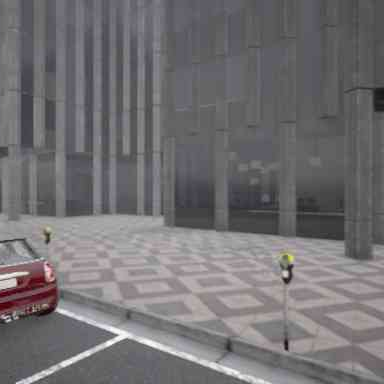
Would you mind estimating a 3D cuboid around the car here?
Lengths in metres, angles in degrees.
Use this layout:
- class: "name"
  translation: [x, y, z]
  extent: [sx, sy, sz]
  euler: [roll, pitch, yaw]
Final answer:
- class: "car"
  translation: [-4.389, 1.423, 6.215]
  extent: [4.097, 1.590, 1.967]
  euler: [0, 0, 36]
